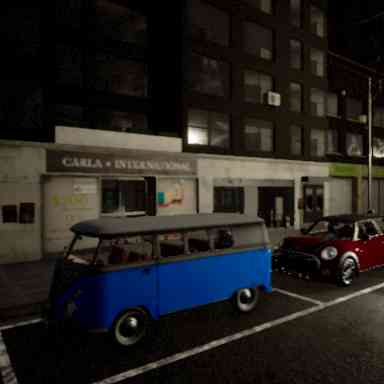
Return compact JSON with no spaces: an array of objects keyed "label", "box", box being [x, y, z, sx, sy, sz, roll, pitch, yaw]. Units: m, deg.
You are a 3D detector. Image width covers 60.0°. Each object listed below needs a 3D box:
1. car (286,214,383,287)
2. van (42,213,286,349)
[{"label":"car","box":[4.043,1.379,9.062,4.097,1.590,1.967,-1,0,-35]},{"label":"van","box":[-0.367,1.319,5.923,3.998,1.788,1.690,-1,0,-35]}]
